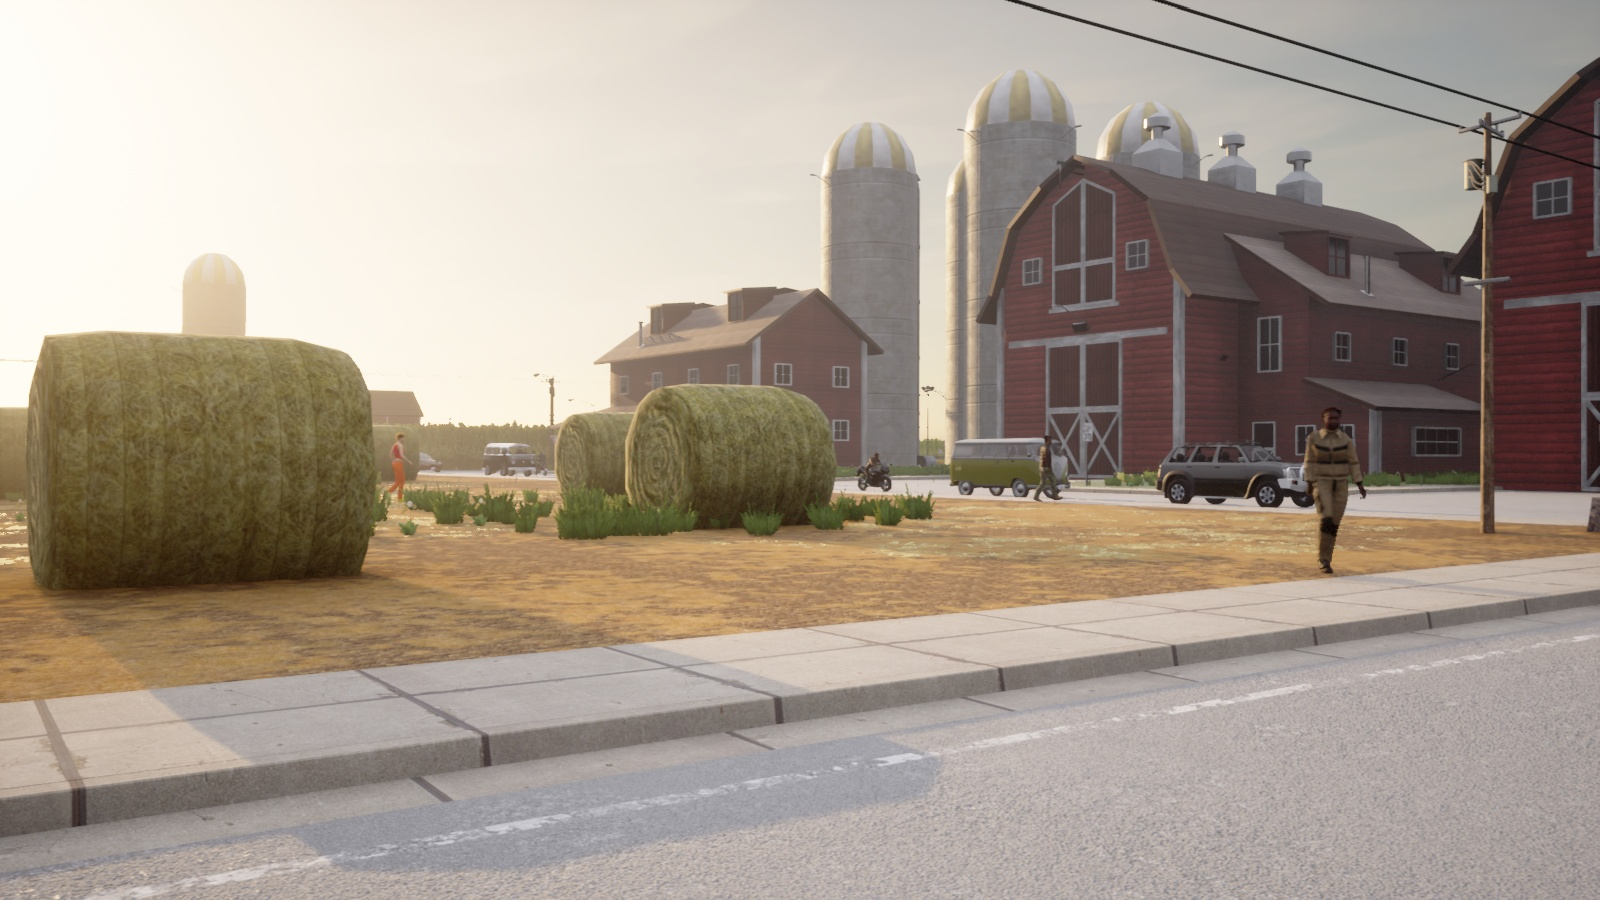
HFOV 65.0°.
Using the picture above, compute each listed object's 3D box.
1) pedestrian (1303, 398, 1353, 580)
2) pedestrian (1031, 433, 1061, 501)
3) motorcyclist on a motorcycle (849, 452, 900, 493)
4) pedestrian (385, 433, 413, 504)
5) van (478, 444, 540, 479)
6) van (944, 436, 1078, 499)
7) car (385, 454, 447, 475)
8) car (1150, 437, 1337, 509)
[{"bbox_3d":[5.770,0.416,13.735,0.396,1.930,0.692,0,0,14],"label":"pedestrian"},{"bbox_3d":[6.701,0.459,34.235,0.703,1.840,0.431,0,0,-3],"label":"pedestrian"},{"bbox_3d":[2.828,0.821,47.750,0.797,1.523,2.044,0,0,-36],"label":"motorcyclist on a motorcycle"},{"bbox_3d":[-10.363,0.475,32.455,0.594,1.836,0.345,0,0,-35],"label":"pedestrian"},{"bbox_3d":[-17.646,0.676,76.054,2.069,2.038,4.480,0,0,-36],"label":"van"},{"bbox_3d":[6.980,0.570,42.011,1.775,1.987,4.442,0,0,-36],"label":"van"},{"bbox_3d":[-27.356,1.005,89.417,4.792,1.488,2.163,0,0,44],"label":"car"},{"bbox_3d":[12.194,0.602,34.804,1.932,1.855,4.605,0,0,-36],"label":"car"}]
